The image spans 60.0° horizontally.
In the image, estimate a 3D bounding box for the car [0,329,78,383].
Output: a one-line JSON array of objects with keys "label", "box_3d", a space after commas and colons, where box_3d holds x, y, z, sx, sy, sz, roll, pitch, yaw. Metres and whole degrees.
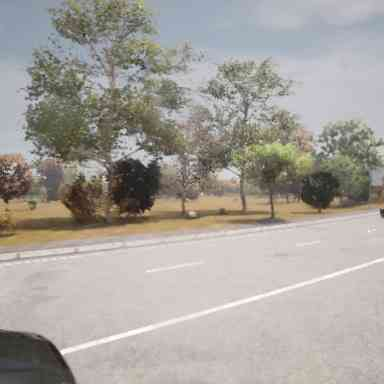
[{"label": "car", "box_3d": [-2.767, 1.573, 1.895, 4.181, 1.385, 1.994, 0, 0, -35]}]

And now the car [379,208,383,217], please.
[{"label": "car", "box_3d": [18.781, 1.657, 30.552, 1.895, 1.301, 4.718, 0, 0, 43]}]
